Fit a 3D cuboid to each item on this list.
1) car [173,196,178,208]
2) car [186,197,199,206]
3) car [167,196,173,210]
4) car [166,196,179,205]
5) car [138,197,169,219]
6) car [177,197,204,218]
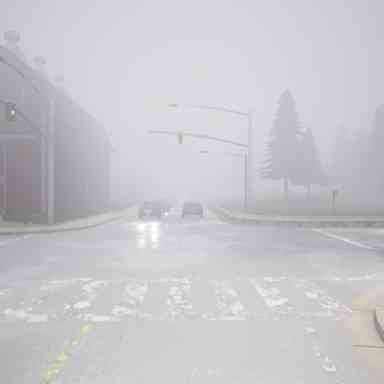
[{"bbox_3d":[-3.528,1.521,49.291,1.812,1.442,4.674,0,0,0],"label":"car"},{"bbox_3d":[0.074,1.542,55.835,2.033,1.411,5.357,0,0,0],"label":"car"},{"bbox_3d":[-3.547,1.501,39.026,1.837,1.490,4.892,0,0,0],"label":"car"},{"bbox_3d":[-3.473,1.472,59.779,1.882,1.535,5.008,0,0,0],"label":"car"},{"bbox_3d":[-3.561,1.489,29.555,2.128,1.511,4.902,0,0,0],"label":"car"},{"bbox_3d":[0.040,1.489,30.369,2.128,1.511,4.902,0,0,0],"label":"car"}]
